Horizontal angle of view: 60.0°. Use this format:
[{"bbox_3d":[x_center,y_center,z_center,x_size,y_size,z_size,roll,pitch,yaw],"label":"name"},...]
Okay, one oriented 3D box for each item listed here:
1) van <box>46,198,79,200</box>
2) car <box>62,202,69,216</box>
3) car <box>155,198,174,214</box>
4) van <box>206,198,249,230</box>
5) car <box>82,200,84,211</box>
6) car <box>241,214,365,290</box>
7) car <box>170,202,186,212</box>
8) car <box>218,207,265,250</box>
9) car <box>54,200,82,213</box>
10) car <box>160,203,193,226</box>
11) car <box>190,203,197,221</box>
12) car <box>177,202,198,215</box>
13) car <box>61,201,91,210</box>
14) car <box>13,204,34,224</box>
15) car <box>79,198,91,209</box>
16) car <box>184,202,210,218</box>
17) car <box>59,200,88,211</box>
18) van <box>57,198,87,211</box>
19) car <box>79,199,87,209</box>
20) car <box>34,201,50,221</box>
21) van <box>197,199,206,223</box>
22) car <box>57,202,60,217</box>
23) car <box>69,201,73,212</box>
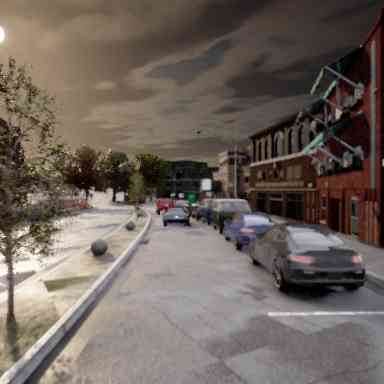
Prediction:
[{"bbox_3d":[-17.577,1.900,43.469,4.442,1.987,1.878,0,-1,-10],"label":"van"},{"bbox_3d":[-16.120,2.006,35.405,4.792,1.488,2.163,0,-1,-8],"label":"car"},{"bbox_3d":[-3.466,1.783,42.962,2.150,2.045,5.566,0,-1,-9],"label":"car"},{"bbox_3d":[2.208,1.391,20.208,1.878,1.987,4.442,0,-1,-4],"label":"van"},{"bbox_3d":[-17.947,2.210,46.155,4.674,1.452,2.002,0,-1,-10],"label":"car"},{"bbox_3d":[2.822,1.542,9.008,2.002,1.452,4.674,0,0,-2],"label":"car"},{"bbox_3d":[-2.221,2.302,52.184,1.895,1.301,4.718,0,-1,-11],"label":"car"},{"bbox_3d":[2.560,1.588,14.544,2.002,1.452,4.674,0,-1,-3],"label":"car"},{"bbox_3d":[-16.813,2.074,40.824,5.366,1.575,1.946,0,-1,-9],"label":"car"},{"bbox_3d":[-1.289,1.805,25.885,1.994,1.385,4.181,0,-1,-5],"label":"car"},{"bbox_3d":[1.151,1.841,31.149,2.163,1.488,4.792,0,-1,-6],"label":"car"},{"bbox_3d":[-0.662,2.100,43.316,2.033,1.411,5.357,0,-1,-9],"label":"car"},{"bbox_3d":[-20.686,2.365,59.475,4.892,1.521,2.231,0,-1,-12],"label":"car"},{"bbox_3d":[-14.745,1.781,24.443,4.792,1.488,2.163,0,-1,-5],"label":"car"},{"bbox_3d":[-19.023,2.002,51.392,5.566,2.045,2.435,0,-1,-11],"label":"car"},{"bbox_3d":[0.452,1.914,36.597,2.097,1.535,5.008,0,-1,-7],"label":"car"},{"bbox_3d":[-20.158,2.202,56.773,4.553,1.767,2.185,0,-1,-12],"label":"car"},{"bbox_3d":[-19.449,2.064,54.107,4.442,1.987,1.878,0,-1,-12],"label":"van"},{"bbox_3d":[-18.417,2.241,48.728,4.792,1.488,2.163,0,-1,-11],"label":"car"},{"bbox_3d":[-15.406,1.870,29.992,4.892,1.521,2.231,0,-1,-7],"label":"car"},{"bbox_3d":[1.724,1.482,25.725,1.878,1.987,4.442,0,-1,-5],"label":"van"},{"bbox_3d":[-15.796,1.953,32.695,4.792,1.488,2.163,0,-1,-7],"label":"car"},{"bbox_3d":[-16.561,2.068,38.100,4.674,1.452,2.002,0,-1,-9],"label":"car"}]
